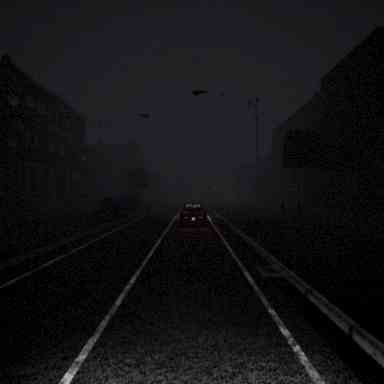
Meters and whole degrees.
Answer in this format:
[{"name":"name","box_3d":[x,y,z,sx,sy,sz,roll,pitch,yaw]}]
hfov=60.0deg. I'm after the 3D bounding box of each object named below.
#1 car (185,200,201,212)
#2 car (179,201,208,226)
[{"name":"car","box_3d":[0.089,1.706,41.214,1.895,1.301,4.718,0,0,0]},{"name":"car","box_3d":[0.094,1.519,23.757,2.128,1.511,4.902,0,0,0]}]
